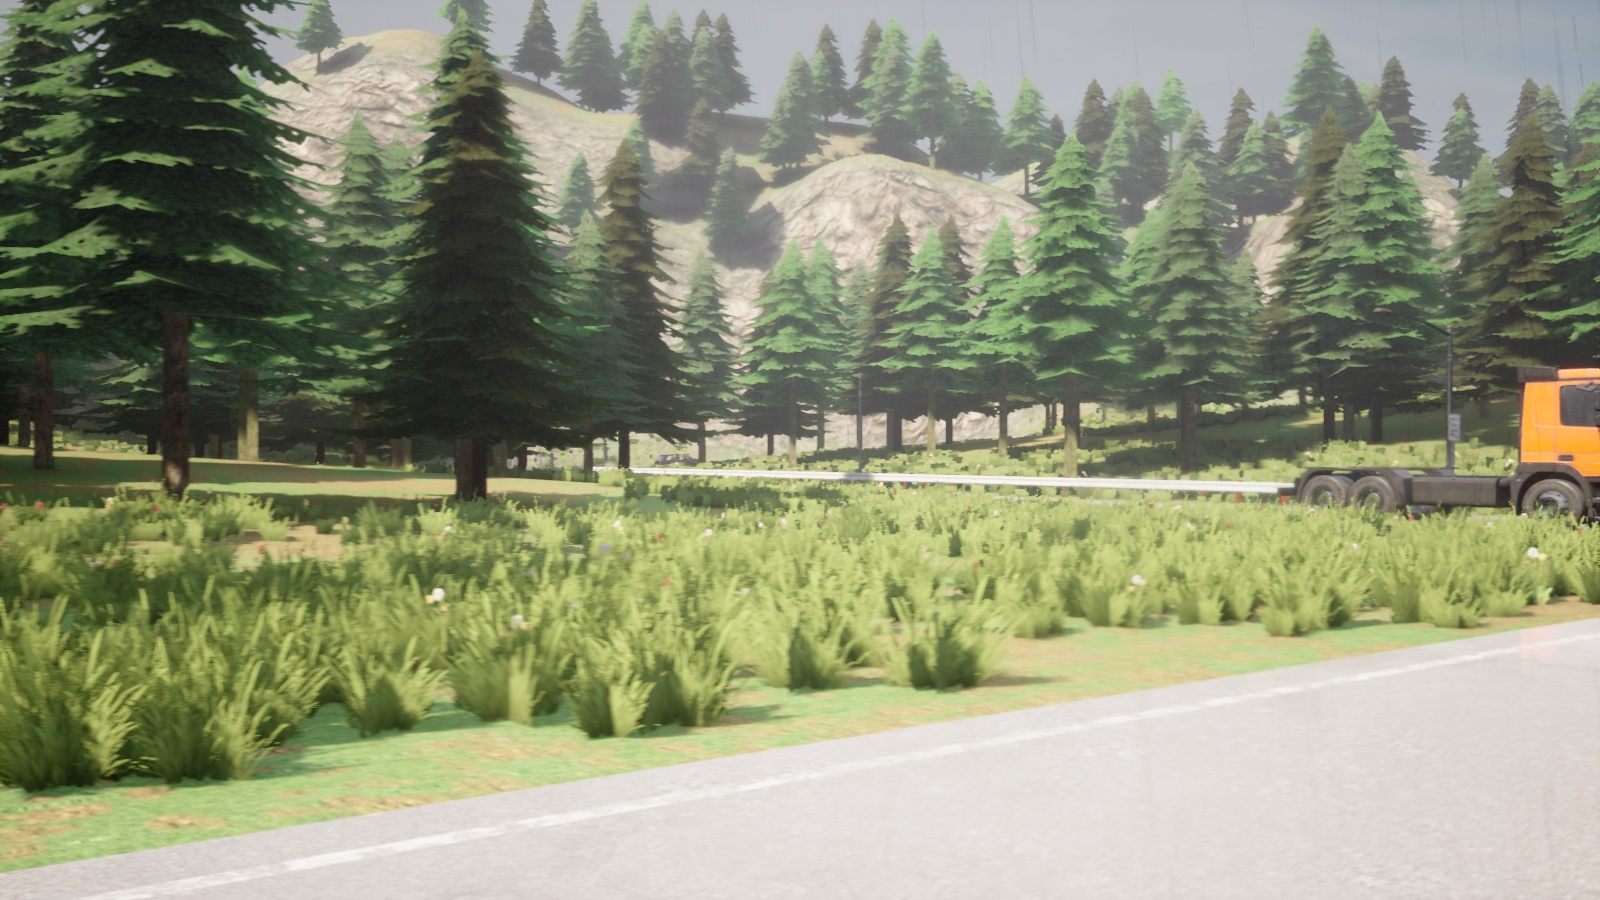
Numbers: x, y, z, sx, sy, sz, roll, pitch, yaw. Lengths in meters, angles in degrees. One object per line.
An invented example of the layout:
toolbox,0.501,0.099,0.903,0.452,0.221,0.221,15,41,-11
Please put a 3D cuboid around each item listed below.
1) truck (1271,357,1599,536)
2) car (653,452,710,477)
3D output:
truck,14.777,-0.060,27.759,2.891,3.462,7.936,0,0,-35
car,-8.589,1.041,90.797,3.633,1.501,1.845,-5,1,-22
